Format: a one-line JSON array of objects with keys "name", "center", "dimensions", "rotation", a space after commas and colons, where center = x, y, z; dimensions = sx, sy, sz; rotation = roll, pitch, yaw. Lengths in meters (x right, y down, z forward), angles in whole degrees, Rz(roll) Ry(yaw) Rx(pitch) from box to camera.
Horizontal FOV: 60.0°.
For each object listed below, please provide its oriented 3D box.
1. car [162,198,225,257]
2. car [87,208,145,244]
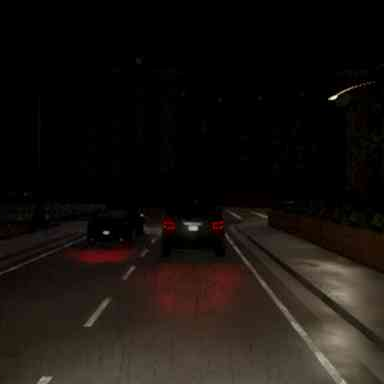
[{"name": "car", "center": [0.064, 1.230, 13.182], "dimensions": [2.150, 2.045, 5.566], "rotation": [0, 0, 0]}, {"name": "car", "center": [-3.423, 1.486, 15.771], "dimensions": [1.882, 1.535, 5.008], "rotation": [0, 0, 0]}]
